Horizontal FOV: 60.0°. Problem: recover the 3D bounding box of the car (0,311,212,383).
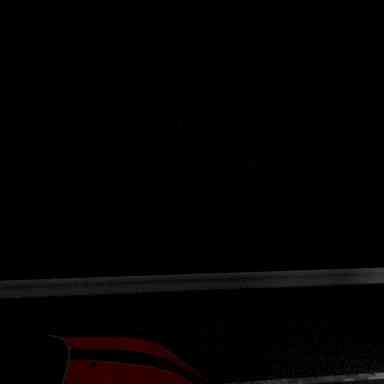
[{"bbox_3d":[-1.869,1.352,1.646,4.553,1.767,2.097,0,0,-6],"label":"car"}]
